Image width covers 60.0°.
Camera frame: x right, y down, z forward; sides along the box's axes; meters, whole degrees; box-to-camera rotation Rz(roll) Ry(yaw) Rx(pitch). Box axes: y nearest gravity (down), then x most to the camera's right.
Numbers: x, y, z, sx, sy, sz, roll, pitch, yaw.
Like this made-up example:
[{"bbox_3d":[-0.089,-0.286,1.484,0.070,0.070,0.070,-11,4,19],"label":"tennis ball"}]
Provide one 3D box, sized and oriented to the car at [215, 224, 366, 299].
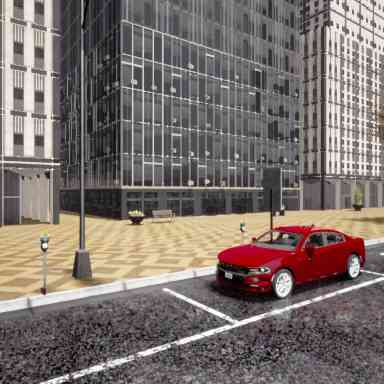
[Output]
[{"bbox_3d":[2.611,1.545,8.426,4.507,1.381,1.887,0,0,-36],"label":"car"}]
